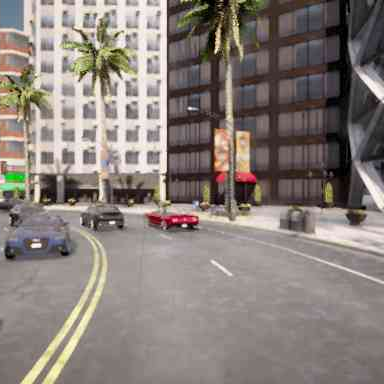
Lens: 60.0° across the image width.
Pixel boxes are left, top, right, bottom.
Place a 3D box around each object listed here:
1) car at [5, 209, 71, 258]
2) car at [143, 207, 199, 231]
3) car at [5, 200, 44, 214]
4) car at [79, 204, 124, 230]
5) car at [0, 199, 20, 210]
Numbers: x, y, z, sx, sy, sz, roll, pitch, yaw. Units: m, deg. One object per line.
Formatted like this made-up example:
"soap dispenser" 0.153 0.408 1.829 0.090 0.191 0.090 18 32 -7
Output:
"car" -5.722 1.565 12.763 1.994 1.385 4.181 0 0 -19
"car" -1.458 1.602 20.723 1.895 1.301 4.718 0 0 -28
"car" -10.499 1.507 21.532 1.837 1.490 4.892 0 0 -37
"car" -5.812 1.506 21.141 1.837 1.490 4.892 1 0 -31
"car" -21.050 1.529 38.918 4.674 1.442 1.812 0 0 27
